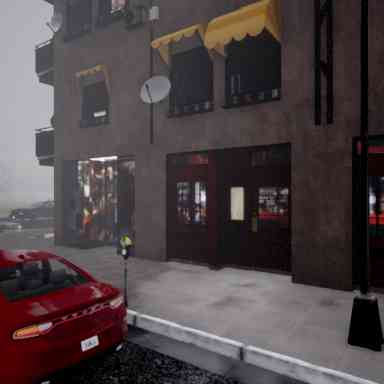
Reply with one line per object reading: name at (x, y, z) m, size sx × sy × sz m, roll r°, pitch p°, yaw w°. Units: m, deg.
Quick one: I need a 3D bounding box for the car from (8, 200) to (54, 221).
car at (-11.013, 1.361, 25.564) m, size 2.033 × 1.411 × 5.357 m, roll 0°, pitch 1°, yaw 35°

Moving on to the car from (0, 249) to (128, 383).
car at (-2.945, 1.545, 4.995) m, size 4.507 × 1.381 × 1.887 m, roll 0°, pitch 0°, yaw 36°
